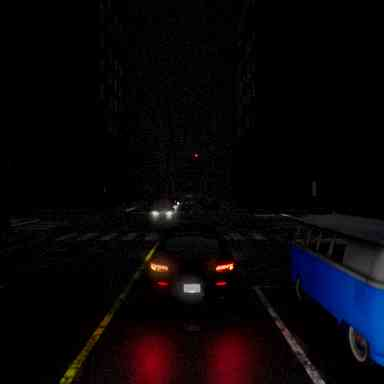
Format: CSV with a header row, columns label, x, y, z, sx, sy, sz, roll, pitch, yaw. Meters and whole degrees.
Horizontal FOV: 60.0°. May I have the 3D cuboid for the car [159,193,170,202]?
label,x,y,z,sx,sy,sz,roll,pitch,yaw
car,-6.316,1.279,77.690,2.192,1.841,5.009,0,0,-1

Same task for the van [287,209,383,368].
label,x,y,z,sx,sy,sz,roll,pitch,yaw
van,2.855,1.341,5.463,1.690,1.788,3.998,0,0,0

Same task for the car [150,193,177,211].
label,x,y,z,sx,sy,sz,roll,pitch,yaw
car,-3.421,1.345,40.715,2.097,1.767,4.553,0,0,3

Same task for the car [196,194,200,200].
label,x,y,z,sx,sy,sz,roll,pitch,yaw
car,2.358,1.520,66.755,1.887,1.381,4.507,0,0,-1

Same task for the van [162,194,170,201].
label,x,y,z,sx,sy,sz,roll,pitch,yaw
van,-6.388,1.299,83.214,1.690,1.788,3.998,0,0,-1

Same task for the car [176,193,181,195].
label,x,y,z,sx,sy,sz,roll,pitch,yaw
car,-3.550,1.525,70.483,1.994,1.385,4.181,0,0,-1

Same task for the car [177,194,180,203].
label,x,y,z,sx,sy,sz,roll,pitch,yaw
car,-3.434,1.488,55.436,1.837,1.490,4.892,0,0,-1

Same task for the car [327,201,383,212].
label,x,y,z,sx,sy,sz,roll,pitch,yaw
car,14.609,1.517,28.845,4.674,1.442,1.812,0,0,-3

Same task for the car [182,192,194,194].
label,x,y,z,sx,sy,sz,roll,pitch,yaw
car,-0.734,1.076,84.209,2.150,2.045,5.566,0,0,-1

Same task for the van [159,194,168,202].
label,x,y,z,sx,sy,sz,roll,pitch,yaw
van,-6.241,1.312,72.164,1.690,1.788,3.998,0,0,-1

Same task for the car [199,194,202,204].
label,x,y,z,sx,sy,sz,roll,pitch,yaw
car,2.582,1.428,50.177,1.967,1.590,4.097,0,0,-1

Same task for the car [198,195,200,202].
label,x,y,z,sx,sy,sz,roll,pitch,yaw
car,2.508,1.535,55.703,2.008,1.369,4.403,0,0,-1

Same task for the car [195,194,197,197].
label,x,y,z,sx,sy,sz,roll,pitch,yaw
car,2.284,1.521,72.279,2.008,1.369,4.403,0,0,-1

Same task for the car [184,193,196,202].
label,x,y,z,sx,sy,sz,roll,pitch,yaw
car,-0.600,1.561,74.209,1.895,1.301,4.718,0,0,-1

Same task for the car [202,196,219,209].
label,x,y,z,sx,sy,sz,roll,pitch,yaw
car,2.655,1.516,44.822,1.752,1.417,4.829,0,0,-1

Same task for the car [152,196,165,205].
label,x,y,z,sx,sy,sz,roll,pitch,yaw
car,-6.092,1.531,61.114,2.008,1.369,4.403,0,0,-1

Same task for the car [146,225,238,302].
label,x,y,z,sx,sy,sz,roll,pitch,yaw
car,0.001,1.525,8.141,1.812,1.442,4.674,0,0,0

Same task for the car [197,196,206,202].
label,x,y,z,sx,sy,sz,roll,pitch,yaw
car,2.209,1.546,77.805,1.802,1.307,4.206,0,0,-1

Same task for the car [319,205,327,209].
label,x,y,z,sx,sy,sz,roll,pitch,yaw
car,14.424,1.583,32.096,4.718,1.301,1.895,0,0,2
